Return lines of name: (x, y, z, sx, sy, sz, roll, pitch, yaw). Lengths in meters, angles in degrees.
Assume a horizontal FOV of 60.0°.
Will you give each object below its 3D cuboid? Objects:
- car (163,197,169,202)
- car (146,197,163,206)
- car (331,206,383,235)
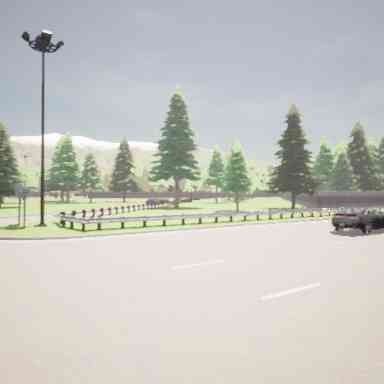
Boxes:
car: (-5.960, 1.788, 69.574, 1.895, 1.301, 4.718, 0, 0, 5)
car: (-6.957, 1.677, 59.347, 1.812, 1.442, 4.674, 0, 0, 5)
car: (10.186, 1.595, 19.576, 4.902, 1.511, 2.128, 1, 0, -35)
